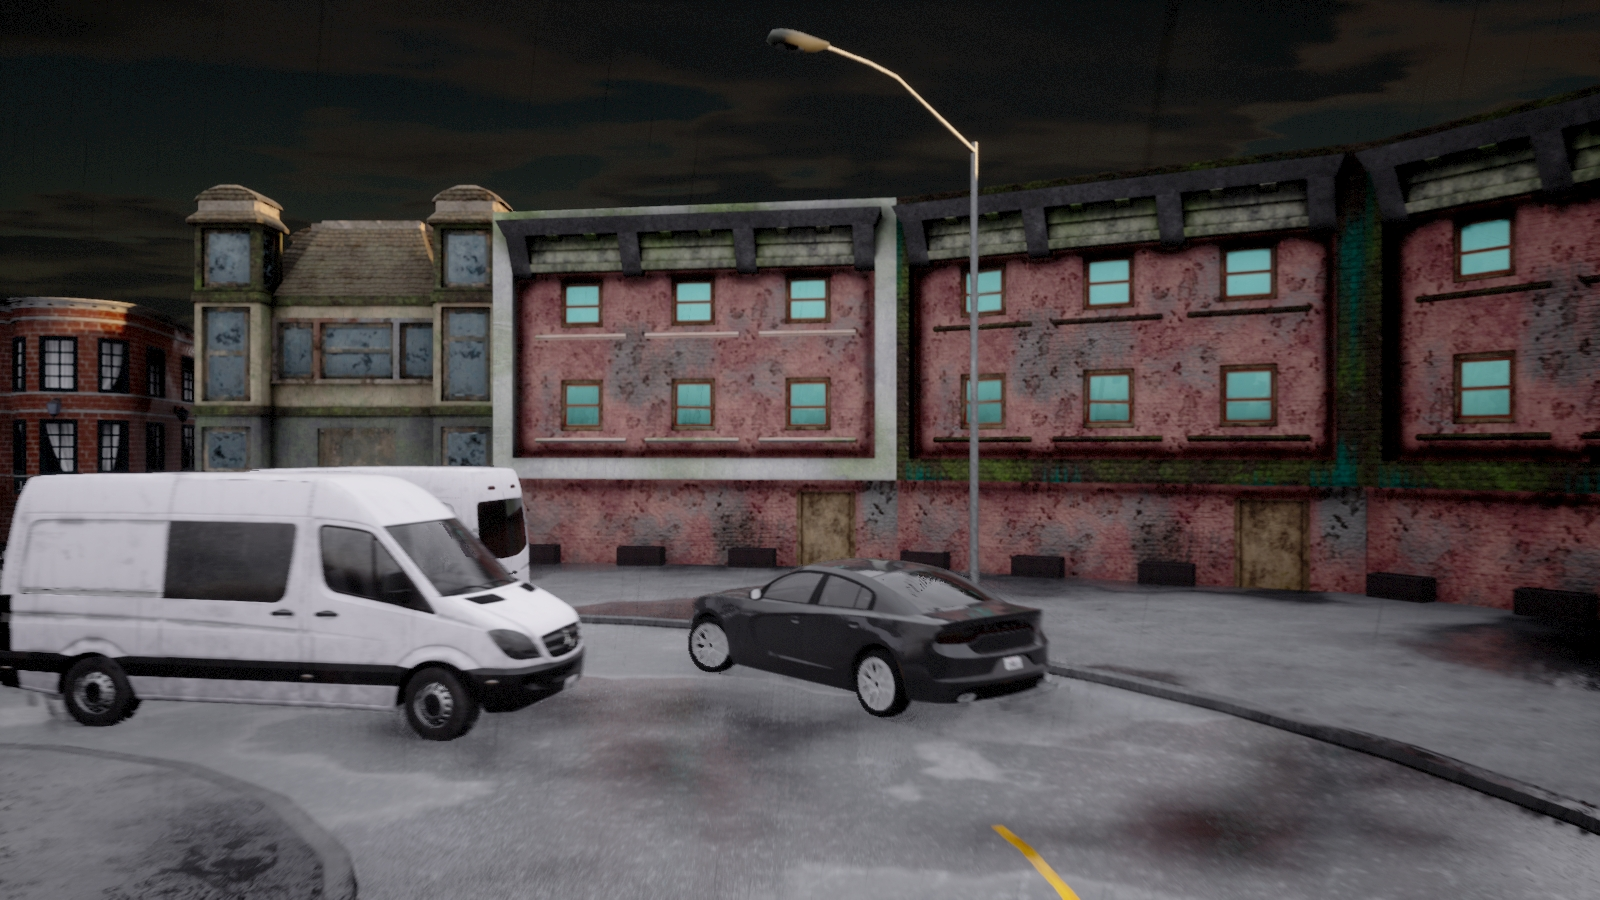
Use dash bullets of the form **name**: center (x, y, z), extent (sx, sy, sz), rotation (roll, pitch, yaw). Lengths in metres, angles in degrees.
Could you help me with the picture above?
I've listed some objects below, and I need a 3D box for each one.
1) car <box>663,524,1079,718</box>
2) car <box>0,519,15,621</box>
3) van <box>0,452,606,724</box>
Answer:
- **car**: center (0.613, 1.809, 13.597), extent (2.097, 1.535, 5.006), rotation (0, 0, -39)
- **car**: center (-13.780, 1.811, 16.491), extent (3.633, 1.501, 1.845), rotation (0, 0, 0)
- **van**: center (-5.241, 1.310, 12.206), extent (5.915, 2.561, 1.988), rotation (0, 0, 9)
